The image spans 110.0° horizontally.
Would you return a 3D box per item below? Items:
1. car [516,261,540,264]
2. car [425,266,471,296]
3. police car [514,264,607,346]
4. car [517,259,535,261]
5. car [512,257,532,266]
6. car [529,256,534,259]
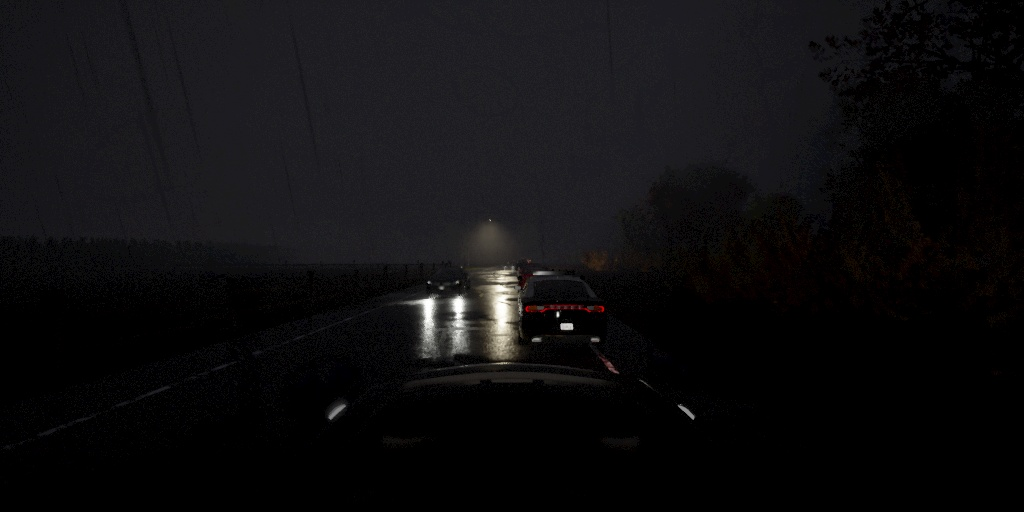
[{"bbox_3d":[1.268,1.225,19.451,1.882,1.535,5.008,0,0,1],"label":"car"},{"bbox_3d":[-3.359,1.272,19.678,1.812,1.442,4.674,0,0,1],"label":"car"},{"bbox_3d":[1.100,1.175,9.595,1.930,1.638,5.238,0,0,1],"label":"police car"},{"bbox_3d":[1.426,1.222,25.429,1.882,1.535,5.008,0,0,2],"label":"car"},{"bbox_3d":[1.454,1.235,49.184,1.837,1.490,4.892,0,0,4],"label":"car"},{"bbox_3d":[2.163,1.072,61.115,2.097,1.767,4.553,0,0,4],"label":"car"}]
